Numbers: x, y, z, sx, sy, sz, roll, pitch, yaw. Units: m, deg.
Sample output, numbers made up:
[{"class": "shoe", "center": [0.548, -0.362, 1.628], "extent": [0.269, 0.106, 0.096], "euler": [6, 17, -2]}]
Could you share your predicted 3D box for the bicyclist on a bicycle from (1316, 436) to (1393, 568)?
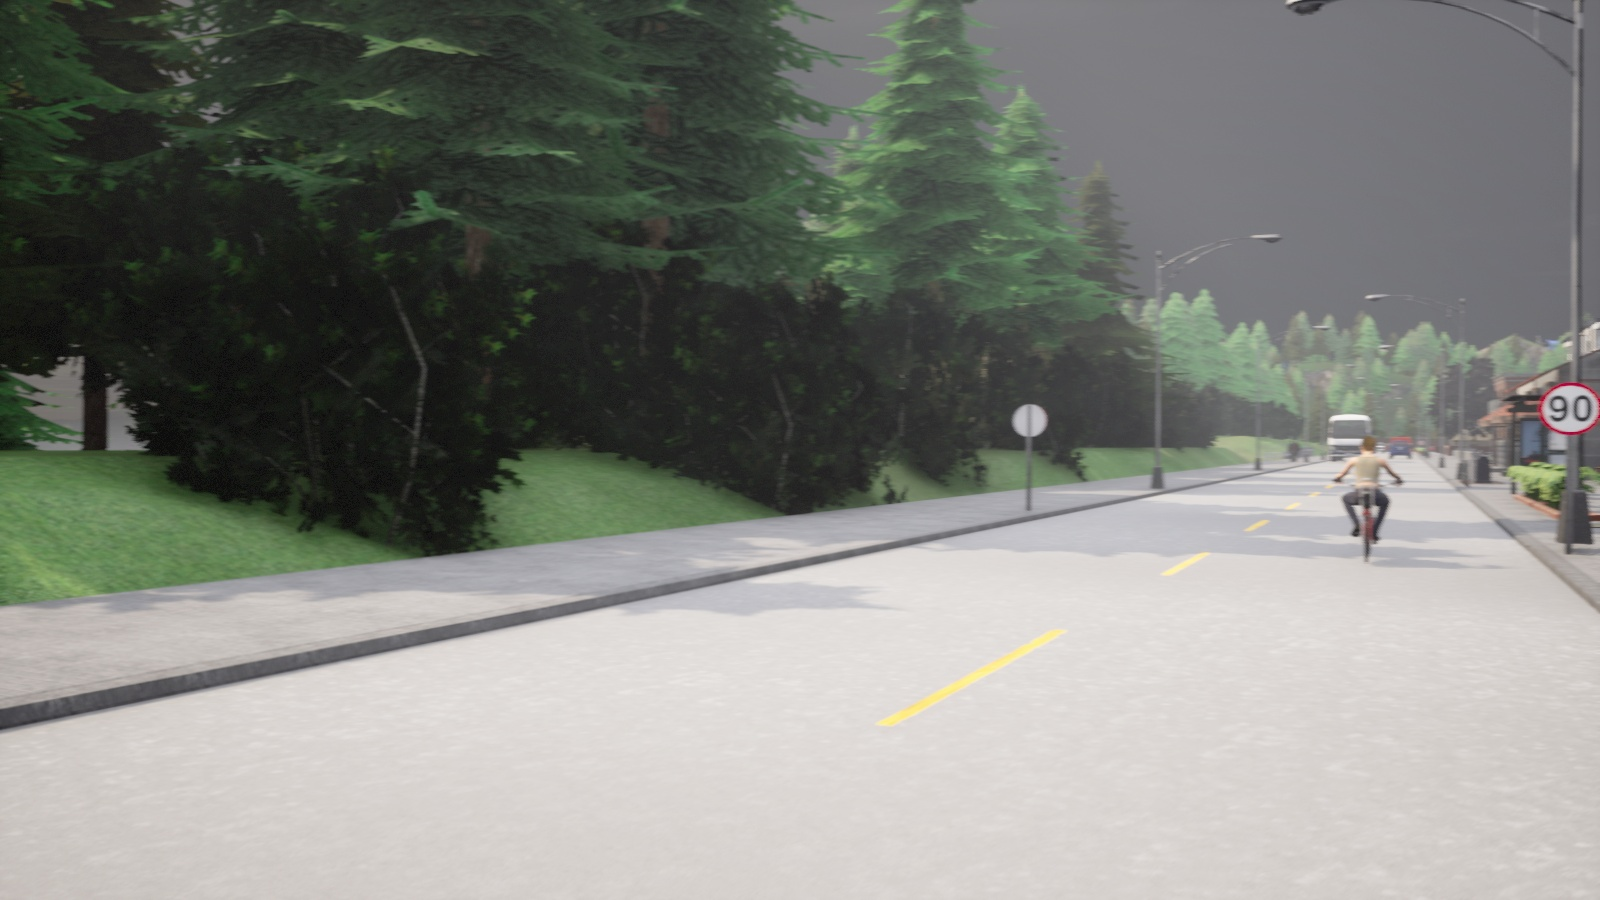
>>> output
[{"class": "bicyclist on a bicycle", "center": [7.201, 0.632, 16.285], "extent": [0.866, 1.612, 1.509], "euler": [1, 0, 25]}]
